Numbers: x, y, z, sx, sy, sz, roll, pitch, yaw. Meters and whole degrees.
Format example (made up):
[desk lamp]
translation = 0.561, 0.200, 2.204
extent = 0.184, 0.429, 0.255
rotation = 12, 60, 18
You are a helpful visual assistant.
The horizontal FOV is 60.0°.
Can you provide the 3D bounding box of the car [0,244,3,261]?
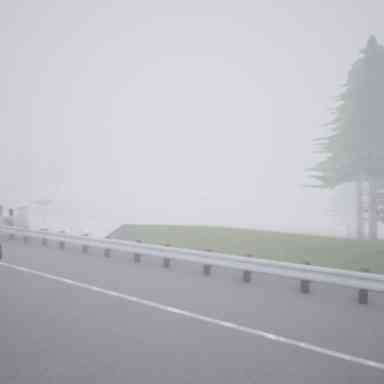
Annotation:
[car]
translation = -7.252, 1.523, 9.163
extent = 4.718, 1.301, 1.895
rotation = 0, 0, 36
